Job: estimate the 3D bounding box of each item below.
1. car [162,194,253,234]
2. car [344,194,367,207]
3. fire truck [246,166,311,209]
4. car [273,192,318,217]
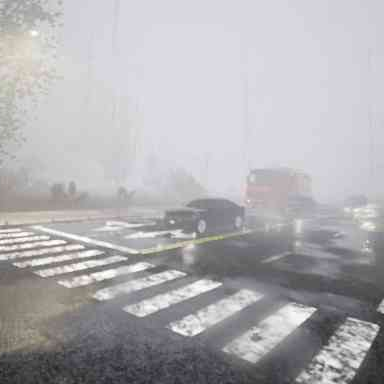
[{"bbox_3d":[0.703,0.981,15.902,1.882,1.535,5.008,4,3,38],"label":"car"},{"bbox_3d":[20.105,0.991,40.731,2.128,1.511,4.902,4,2,38],"label":"car"},{"bbox_3d":[8.189,-0.344,30.555,2.891,3.827,8.468,4,3,38],"label":"fire truck"},{"bbox_3d":[8.297,1.026,25.665,1.812,1.442,4.674,4,3,38],"label":"car"}]
